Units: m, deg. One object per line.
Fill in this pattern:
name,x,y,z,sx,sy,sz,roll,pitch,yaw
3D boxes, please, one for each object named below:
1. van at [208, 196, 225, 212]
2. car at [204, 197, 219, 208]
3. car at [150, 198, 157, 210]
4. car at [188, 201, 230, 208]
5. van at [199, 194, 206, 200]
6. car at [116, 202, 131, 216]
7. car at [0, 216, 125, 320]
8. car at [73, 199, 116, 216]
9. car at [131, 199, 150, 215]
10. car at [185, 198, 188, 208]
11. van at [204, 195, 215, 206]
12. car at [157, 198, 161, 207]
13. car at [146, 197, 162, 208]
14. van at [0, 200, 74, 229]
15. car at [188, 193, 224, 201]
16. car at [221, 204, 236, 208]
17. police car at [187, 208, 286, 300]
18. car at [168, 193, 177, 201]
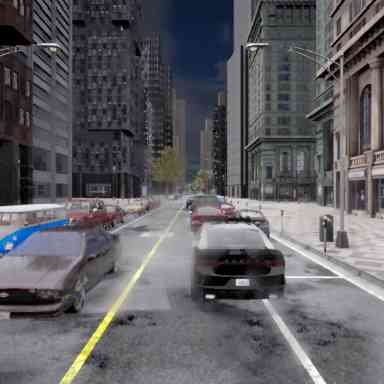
van,2.871,1.344,39.101,1.690,1.788,3.998,0,0,0
car,2.898,1.550,50.150,1.887,1.381,4.507,0,0,0
car,-5.681,1.548,39.138,1.887,1.381,4.507,0,0,0
car,0.871,1.479,18.458,1.882,1.535,5.008,0,0,-1
van,2.990,1.375,93.660,1.690,1.788,3.998,0,0,0
car,-5.717,1.546,22.562,1.887,1.381,4.507,0,0,0
car,-2.981,1.548,7.861,2.033,1.411,5.357,0,0,0
car,-5.728,1.316,17.036,2.192,1.841,5.009,0,0,0
car,-5.693,1.528,33.443,1.752,1.417,4.829,0,0,0
car,0.143,1.509,47.417,1.837,1.490,4.892,0,0,1
van,2.913,1.348,55.675,1.690,1.788,3.998,0,0,0
car,-5.669,1.548,44.663,1.887,1.381,4.507,0,0,0
car,-5.657,1.550,50.189,1.887,1.381,4.507,0,0,0
van,-5.740,1.342,11.511,1.690,1.788,3.998,0,0,0
car,0.958,1.226,24.499,2.150,2.045,5.566,0,0,0
car,2.813,1.552,17.000,2.008,1.369,4.403,0,0,0
police car,0.920,1.426,8.578,1.930,1.638,5.238,0,0,0
car,-5.555,1.554,88.112,1.752,1.417,4.829,0,0,0
